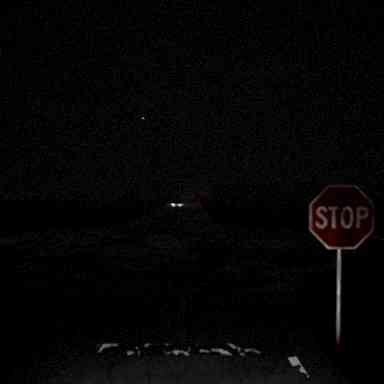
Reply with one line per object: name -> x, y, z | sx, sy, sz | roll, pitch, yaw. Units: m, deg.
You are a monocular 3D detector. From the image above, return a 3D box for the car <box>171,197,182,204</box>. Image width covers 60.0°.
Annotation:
car -> -2.939, 1.600, 65.524 | 1.994, 1.385, 4.181 | 0, 0, 0

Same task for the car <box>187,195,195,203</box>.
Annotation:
car -> -0.204, 1.470, 70.538 | 1.812, 1.442, 4.674 | 0, 0, 0

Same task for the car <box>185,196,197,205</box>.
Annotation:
car -> -0.175, 1.523, 60.501 | 2.128, 1.511, 4.902 | 0, 0, 0
